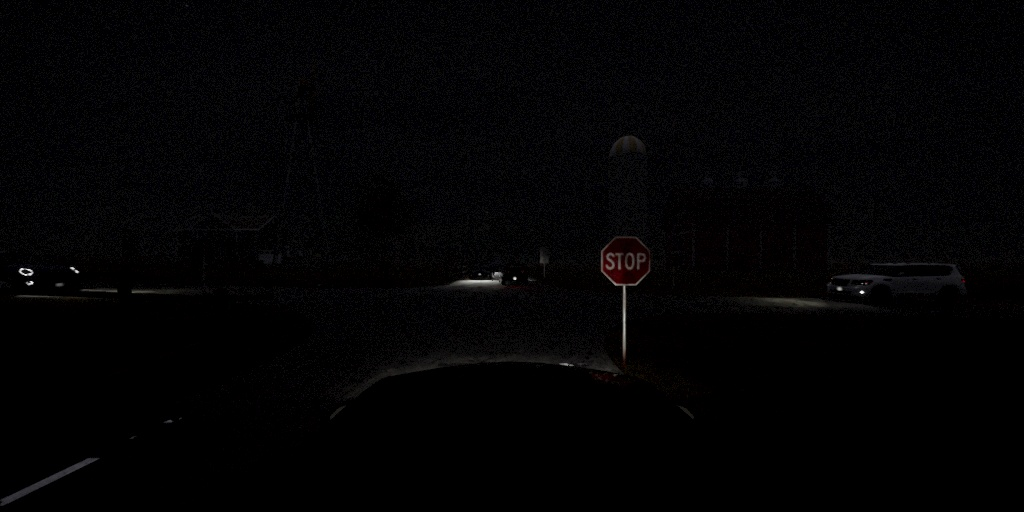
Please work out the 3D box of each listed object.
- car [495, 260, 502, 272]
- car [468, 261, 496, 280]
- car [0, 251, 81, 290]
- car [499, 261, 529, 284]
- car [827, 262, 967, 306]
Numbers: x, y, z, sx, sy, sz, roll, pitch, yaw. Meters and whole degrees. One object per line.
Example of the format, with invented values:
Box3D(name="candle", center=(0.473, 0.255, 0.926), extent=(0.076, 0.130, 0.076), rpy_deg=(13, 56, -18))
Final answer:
Box3D(name="car", center=(-2.667, 1.475, 47.618), extent=(1.895, 1.301, 4.718), rpy_deg=(0, 0, 0))
Box3D(name="car", center=(-2.744, 1.366, 31.903), extent=(1.994, 1.385, 4.181), rpy_deg=(0, 0, -1))
Box3D(name="car", center=(-21.553, 0.595, 15.327), extent=(4.553, 1.767, 2.097), rpy_deg=(2, 0, 0))
Box3D(name="car", center=(0.205, 1.295, 27.156), extent=(1.837, 1.490, 4.892), rpy_deg=(0, 0, 0))
Box3D(name="car", center=(19.446, 1.340, 18.246), extent=(5.566, 2.045, 2.150), rpy_deg=(0, 0, 0))
